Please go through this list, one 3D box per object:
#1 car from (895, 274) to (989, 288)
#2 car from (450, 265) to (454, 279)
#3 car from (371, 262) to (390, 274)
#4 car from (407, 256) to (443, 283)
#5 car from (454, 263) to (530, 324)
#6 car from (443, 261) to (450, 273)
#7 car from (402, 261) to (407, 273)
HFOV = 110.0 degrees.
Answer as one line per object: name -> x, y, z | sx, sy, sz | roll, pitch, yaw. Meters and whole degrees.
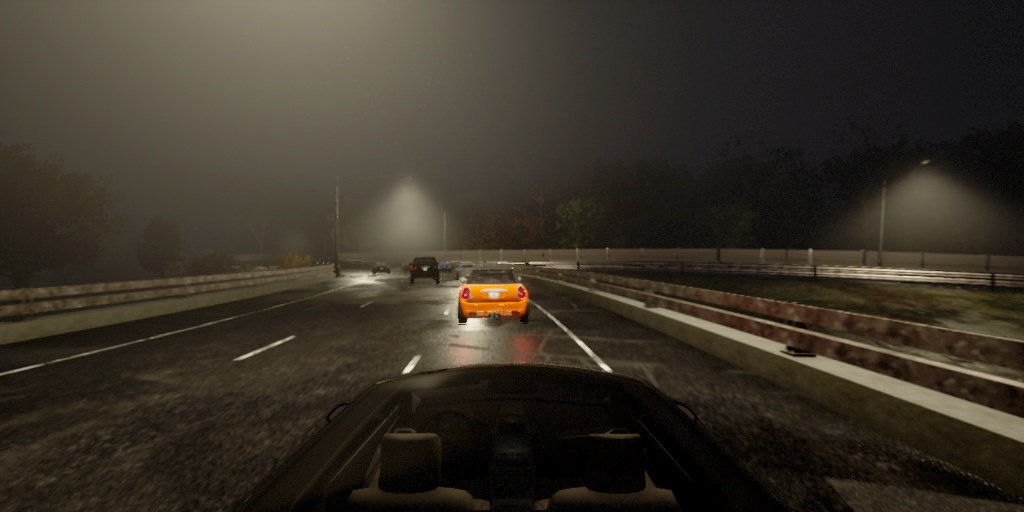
car -> 37.947, 1.999, 31.814 | 5.357, 1.411, 2.033 | 3, 1, 26
car -> -4.005, 1.319, 30.925 | 1.812, 1.442, 4.674 | 0, 0, -15
car -> -16.343, 1.434, 44.699 | 1.994, 1.385, 4.181 | 0, 0, -24
car -> -6.952, 1.031, 28.541 | 2.150, 2.045, 5.566 | 0, 0, -14
car -> -0.705, 1.114, 12.231 | 2.097, 1.767, 4.553 | 0, 0, -5
car -> -9.086, 1.378, 45.649 | 2.033, 1.411, 5.357 | 0, 0, -23
car -> -12.776, 1.324, 45.312 | 1.882, 1.535, 5.008 | -1, 1, -23
